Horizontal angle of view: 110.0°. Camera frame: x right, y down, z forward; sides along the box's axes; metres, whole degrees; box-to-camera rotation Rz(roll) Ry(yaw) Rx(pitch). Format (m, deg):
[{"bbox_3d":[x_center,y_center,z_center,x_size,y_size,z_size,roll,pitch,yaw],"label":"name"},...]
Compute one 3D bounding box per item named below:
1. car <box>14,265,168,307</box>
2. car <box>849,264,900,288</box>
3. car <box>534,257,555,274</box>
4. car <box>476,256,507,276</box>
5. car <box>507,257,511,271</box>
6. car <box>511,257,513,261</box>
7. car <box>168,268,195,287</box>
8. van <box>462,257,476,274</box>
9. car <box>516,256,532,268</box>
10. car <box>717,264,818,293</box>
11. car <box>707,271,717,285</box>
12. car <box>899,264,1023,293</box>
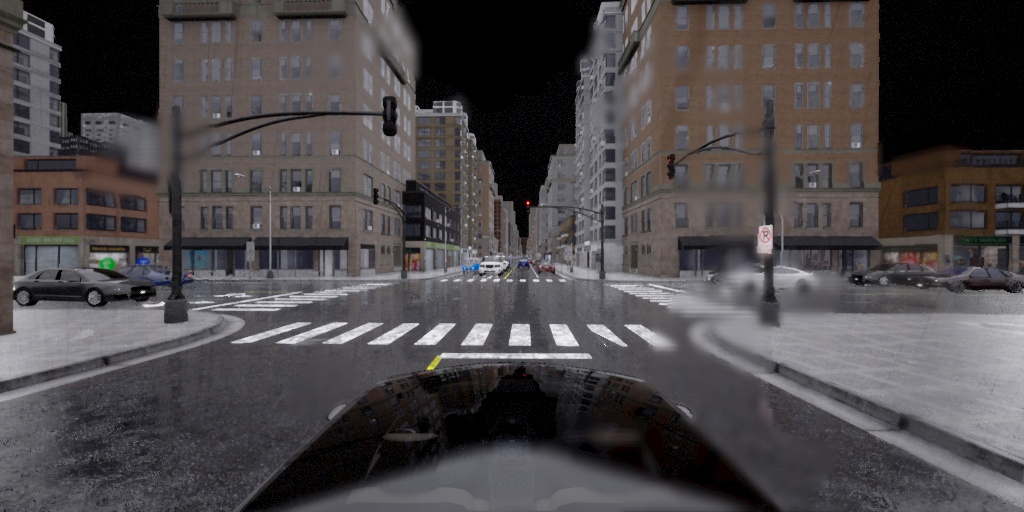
[{"bbox_3d":[-17.631,1.238,14.858,4.892,1.490,1.837,0,0,2],"label":"car"},{"bbox_3d":[25.114,1.283,23.558,4.892,1.490,1.837,0,0,2],"label":"car"},{"bbox_3d":[3.850,1.207,40.936,1.967,1.591,4.097,0,0,2],"label":"car"},{"bbox_3d":[-2.057,0.985,37.051,2.150,2.045,5.566,0,0,2],"label":"car"},{"bbox_3d":[-1.697,0.995,47.414,2.150,2.045,5.566,0,0,2],"label":"car"},{"bbox_3d":[-1.325,1.136,57.643,2.097,1.767,4.553,0,0,2],"label":"car"},{"bbox_3d":[-22.473,1.278,21.707,5.357,1.411,2.033,0,0,2],"label":"car"},{"bbox_3d":[-4.671,1.108,41.228,1.690,1.789,3.998,0,0,2],"label":"van"},{"bbox_3d":[2.059,1.267,63.267,1.882,1.535,5.008,0,0,2],"label":"car"},{"bbox_3d":[14.787,1.290,20.610,4.674,1.442,1.812,0,0,3],"label":"car"},{"bbox_3d":[15.667,1.256,23.836,4.902,1.511,2.128,0,0,2],"label":"car"},{"bbox_3d":[25.876,1.327,20.284,5.357,1.411,2.033,0,0,2],"label":"car"}]
